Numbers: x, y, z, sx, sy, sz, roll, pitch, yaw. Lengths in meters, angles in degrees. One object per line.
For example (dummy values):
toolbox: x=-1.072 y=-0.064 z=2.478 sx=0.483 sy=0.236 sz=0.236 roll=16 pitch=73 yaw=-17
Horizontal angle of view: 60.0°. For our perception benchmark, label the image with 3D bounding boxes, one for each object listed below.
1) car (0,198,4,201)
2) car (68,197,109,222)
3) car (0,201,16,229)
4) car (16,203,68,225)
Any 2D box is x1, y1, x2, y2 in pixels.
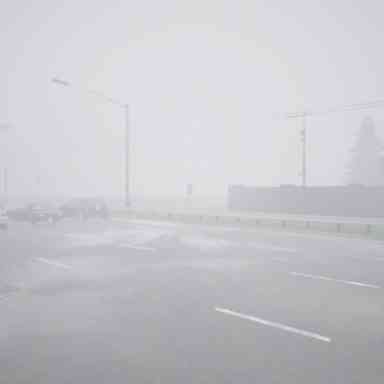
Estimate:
car: x=-22.260 y=1.272 z=36.719 sx=4.892 sy=1.490 sz=1.837 roll=0 pitch=0 yaw=40
car: x=-8.365 y=1.192 z=25.154 sx=4.553 sy=1.767 sz=2.097 roll=0 pitch=0 yaw=40
car: x=-12.330 y=1.403 z=19.328 sx=4.674 sy=1.442 sz=1.812 roll=0 pitch=0 yaw=40
car: x=-10.710 y=1.458 z=22.553 sx=4.718 sy=1.301 sz=1.895 roll=0 pitch=0 yaw=40
